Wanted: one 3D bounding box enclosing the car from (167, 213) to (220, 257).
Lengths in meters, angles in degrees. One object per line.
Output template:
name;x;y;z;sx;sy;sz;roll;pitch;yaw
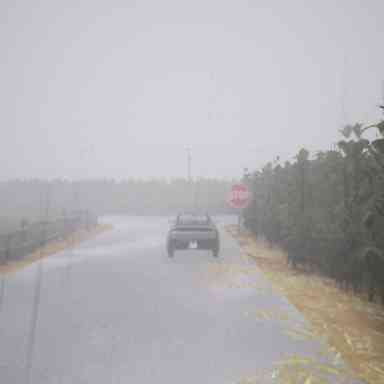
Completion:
car;0.057;1.564;13.266;2.128;1.511;4.902;0;0;0
